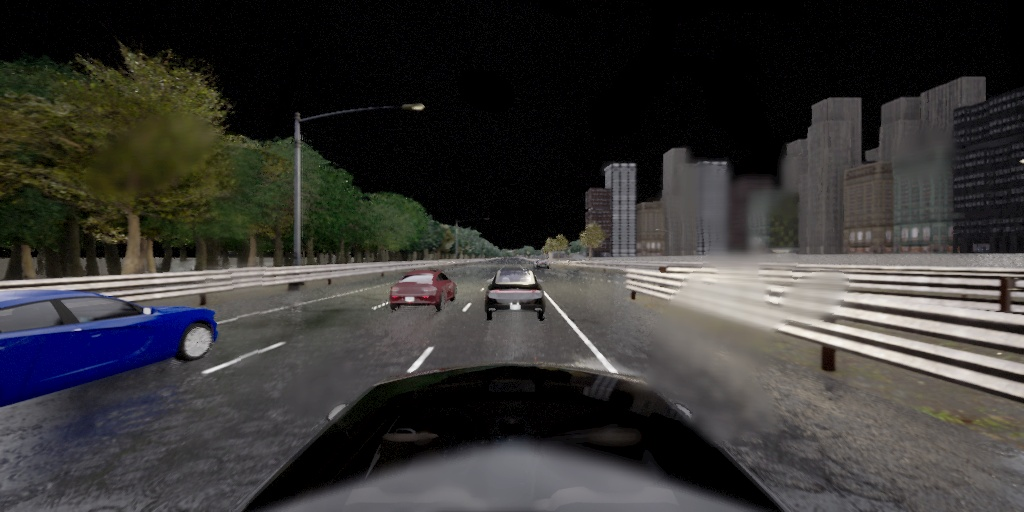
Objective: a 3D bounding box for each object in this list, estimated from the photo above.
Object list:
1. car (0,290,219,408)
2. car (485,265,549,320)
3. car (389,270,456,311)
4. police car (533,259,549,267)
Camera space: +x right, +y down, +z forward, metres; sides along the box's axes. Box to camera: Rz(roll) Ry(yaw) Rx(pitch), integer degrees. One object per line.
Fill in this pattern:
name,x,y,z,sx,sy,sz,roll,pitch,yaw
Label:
car,-6.901,1.226,5.221,1.882,1.535,5.008,0,0,0
car,0.096,1.237,12.615,2.128,1.511,4.902,0,0,0
car,-3.403,1.271,14.247,1.812,1.442,4.674,0,0,0
police car,4.591,1.340,57.653,2.038,1.542,4.974,0,0,-5
